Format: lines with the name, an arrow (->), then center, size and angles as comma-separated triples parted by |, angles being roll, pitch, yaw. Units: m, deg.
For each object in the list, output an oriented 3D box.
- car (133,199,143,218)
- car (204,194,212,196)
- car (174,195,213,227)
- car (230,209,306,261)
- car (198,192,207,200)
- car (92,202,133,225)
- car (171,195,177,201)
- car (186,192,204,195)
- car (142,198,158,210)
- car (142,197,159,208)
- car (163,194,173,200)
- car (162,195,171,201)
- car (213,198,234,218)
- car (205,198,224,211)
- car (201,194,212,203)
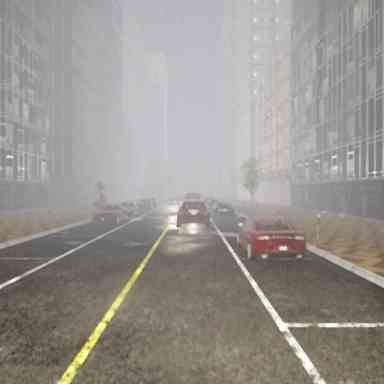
car -> -5.697, 1.508, 29.124 | 1.802, 1.307, 4.206 | 0, 0, 0
car -> 2.678, 1.421, 51.887 | 1.947, 1.339, 4.313 | 0, 0, 0
car -> 0.093, 1.298, 22.299 | 2.097, 1.767, 4.553 | 0, 0, 0
car -> 2.689, 1.518, 12.042 | 1.887, 1.381, 4.507 | 0, 0, 0
car -> 2.669, 1.040, 86.039 | 2.192, 1.841, 5.009 | 0, 0, 0
car -> -5.695, 1.487, 23.430 | 1.887, 1.381, 4.507 | 0, 0, 0
car -> -3.021, 1.273, 73.541 | 1.994, 1.385, 4.181 | 0, 0, 0
car -> 0.087, 1.107, 41.530 | 2.150, 2.045, 5.566 | 0, 0, 0
car -> -5.700, 1.437, 40.508 | 1.887, 1.381, 4.507 | 0, 0, 0
car -> -5.702, 1.440, 46.201 | 1.947, 1.339, 4.313 | 0, 0, 0
car -> -5.711, 1.299, 80.357 | 2.008, 1.369, 4.403 | 0, 0, 0
car -> -5.710, 1.297, 74.494 | 1.752, 1.417, 4.829 | 0, 0, 0
car -> 2.684, 1.492, 29.118 | 1.947, 1.339, 4.313 | 0, 0, 0
car -> 2.681, 1.458, 40.503 | 1.947, 1.339, 4.313 | 0, 0, 0
car -> 2.675, 1.255, 63.271 | 1.967, 1.590, 4.097 | 0, 0, 0
